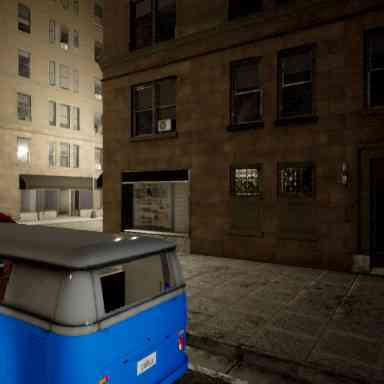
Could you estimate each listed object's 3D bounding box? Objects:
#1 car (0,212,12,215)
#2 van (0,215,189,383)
[{"bbox_3d":[-11.849,1.579,17.441,1.812,1.442,4.674,0,0,38],"label":"car"},{"bbox_3d":[-1.966,1.341,4.085,3.998,1.788,1.690,0,0,33],"label":"van"}]
